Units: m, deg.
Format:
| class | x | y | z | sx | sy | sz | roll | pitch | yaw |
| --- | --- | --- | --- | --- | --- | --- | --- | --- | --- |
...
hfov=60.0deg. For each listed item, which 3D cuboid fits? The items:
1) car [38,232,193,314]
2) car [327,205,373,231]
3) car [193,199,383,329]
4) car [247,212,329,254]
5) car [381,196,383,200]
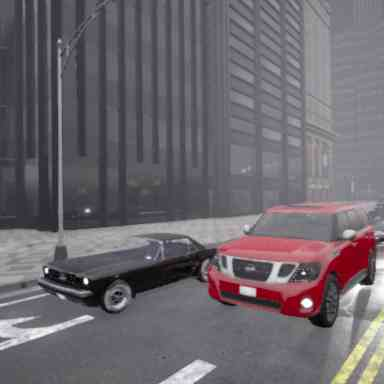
| class | x | y | z | sx | sy | sz | roll | pitch | yaw |
| --- | --- | --- | --- | --- | --- | --- | --- | --- | --- |
| car | -1.120 | 1.727 | 8.170 | 1.895 | 1.301 | 4.718 | -1 | -1 | 40 |
| car | 11.102 | 1.718 | 23.171 | 1.812 | 1.442 | 4.674 | -1 | -1 | 39 |
| car | 2.660 | 1.301 | 7.661 | 2.150 | 2.045 | 5.566 | -1 | -1 | 39 |
| car | 4.445 | 1.721 | 14.991 | 1.994 | 1.385 | 4.181 | -1 | -1 | 40 |
| car | 21.284 | 1.452 | 35.564 | 2.150 | 2.045 | 5.566 | -1 | -1 | 39 |
